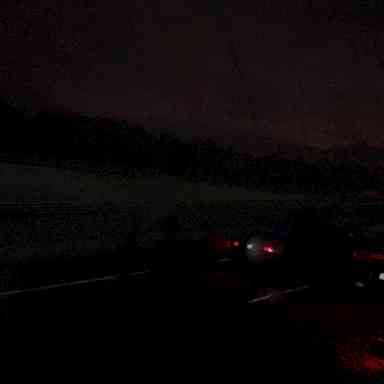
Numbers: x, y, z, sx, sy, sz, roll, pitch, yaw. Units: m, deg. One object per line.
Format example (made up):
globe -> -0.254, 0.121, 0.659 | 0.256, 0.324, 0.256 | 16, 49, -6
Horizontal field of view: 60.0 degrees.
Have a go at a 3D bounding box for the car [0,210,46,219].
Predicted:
car -> -8.440, 1.554, 15.173 | 5.357, 1.411, 2.033 | 0, 0, -35

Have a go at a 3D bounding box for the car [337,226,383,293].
car -> 5.776, 1.509, 7.890 | 5.008, 1.535, 1.882 | 0, 0, -36

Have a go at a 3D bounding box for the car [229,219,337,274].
car -> 3.655, 1.579, 10.670 | 5.357, 1.411, 2.033 | 0, 0, -36
